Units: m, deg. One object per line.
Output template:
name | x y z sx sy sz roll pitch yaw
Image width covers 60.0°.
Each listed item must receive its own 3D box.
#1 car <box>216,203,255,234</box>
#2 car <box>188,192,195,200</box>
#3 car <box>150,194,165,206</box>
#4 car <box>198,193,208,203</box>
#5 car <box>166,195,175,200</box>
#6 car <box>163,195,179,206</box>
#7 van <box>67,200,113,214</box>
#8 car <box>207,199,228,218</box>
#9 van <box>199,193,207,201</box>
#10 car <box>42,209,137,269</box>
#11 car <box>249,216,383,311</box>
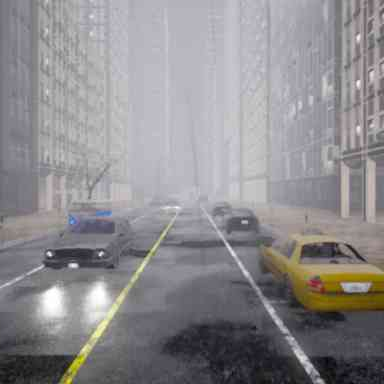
car | 2.687 1.563 18.987 1.947 1.339 4.313 0 0 0
car | 0.001 1.306 88.531 2.128 1.511 4.902 0 0 0
car | -5.693 1.516 53.179 1.887 1.381 4.507 0 0 0
car | 2.388 1.300 70.473 2.097 1.767 4.553 0 0 0
car | -5.692 1.464 87.370 2.008 1.369 4.403 0 0 0
car | -3.073 1.573 52.767 1.895 1.301 4.718 0 0 0
van | -5.695 1.339 18.991 1.690 1.788 3.998 0 0 0
car | 2.687 1.557 30.383 1.947 1.339 4.313 0 0 0
van | 2.688 1.265 81.668 1.690 1.788 3.998 0 0 0
car | -3.100 1.547 11.363 2.033 1.411 5.357 0 0 0
car | 2.687 1.525 7.760 1.752 1.417 4.829 0 0 0
